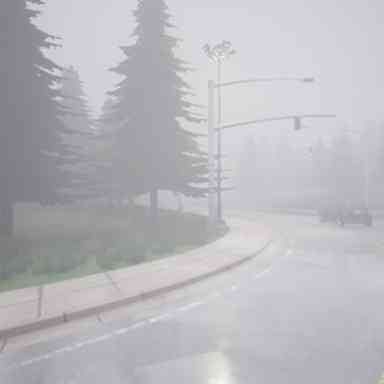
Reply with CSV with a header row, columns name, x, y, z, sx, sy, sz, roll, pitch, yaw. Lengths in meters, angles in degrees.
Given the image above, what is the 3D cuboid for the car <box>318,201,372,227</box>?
name,x,y,z,sx,sy,sz,roll,pitch,yaw
car,10.535,1.390,23.296,2.097,1.767,4.553,0,0,-1
